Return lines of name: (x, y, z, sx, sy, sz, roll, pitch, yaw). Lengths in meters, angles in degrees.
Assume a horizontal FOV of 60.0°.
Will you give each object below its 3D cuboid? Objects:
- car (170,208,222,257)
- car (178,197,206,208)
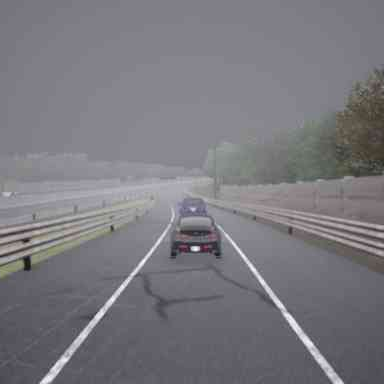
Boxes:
car: (0.159, 1.621, 13.410, 1.837, 1.490, 4.892, 0, 0, 1)
car: (0.031, 1.453, 27.560, 2.150, 2.045, 5.566, 0, 0, -1)
